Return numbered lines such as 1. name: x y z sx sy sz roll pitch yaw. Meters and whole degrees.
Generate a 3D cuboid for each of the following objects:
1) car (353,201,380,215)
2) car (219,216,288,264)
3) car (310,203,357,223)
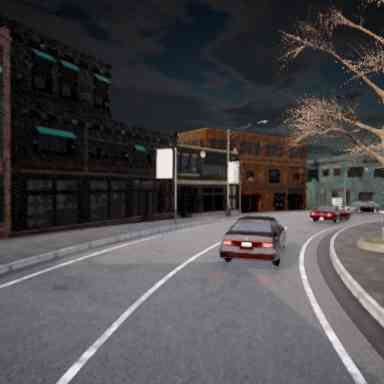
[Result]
1. car: 19.064 1.754 37.527 4.902 1.511 2.128 1 1 -29
2. car: 2.375 1.583 12.068 2.033 1.411 5.357 1 0 18
3. car: 11.385 1.769 26.991 1.895 1.301 4.718 1 0 42
